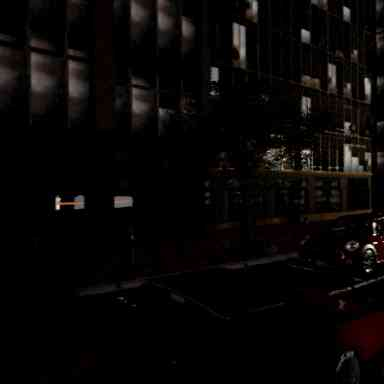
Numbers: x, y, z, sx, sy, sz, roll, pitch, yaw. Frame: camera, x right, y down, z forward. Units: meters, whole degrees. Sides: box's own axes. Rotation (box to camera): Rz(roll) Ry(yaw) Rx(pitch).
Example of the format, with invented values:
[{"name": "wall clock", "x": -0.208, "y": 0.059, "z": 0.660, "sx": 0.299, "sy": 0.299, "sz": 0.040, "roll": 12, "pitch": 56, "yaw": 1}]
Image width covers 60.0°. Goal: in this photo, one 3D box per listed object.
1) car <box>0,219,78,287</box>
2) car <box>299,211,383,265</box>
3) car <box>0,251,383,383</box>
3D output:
[{"name": "car", "x": -3.904, "y": 1.316, "z": 3.916, "sx": 5.009, "sy": 1.841, "sz": 2.192, "roll": 0, "pitch": -1, "yaw": -36}, {"name": "car", "x": 5.144, "y": 1.428, "z": 10.294, "sx": 4.097, "sy": 1.590, "sz": 1.967, "roll": 0, "pitch": -1, "yaw": -36}, {"name": "car", "x": -0.030, "y": 1.599, "z": 3.359, "sx": 4.718, "sy": 1.301, "sz": 1.895, "roll": 0, "pitch": 0, "yaw": -36}]
